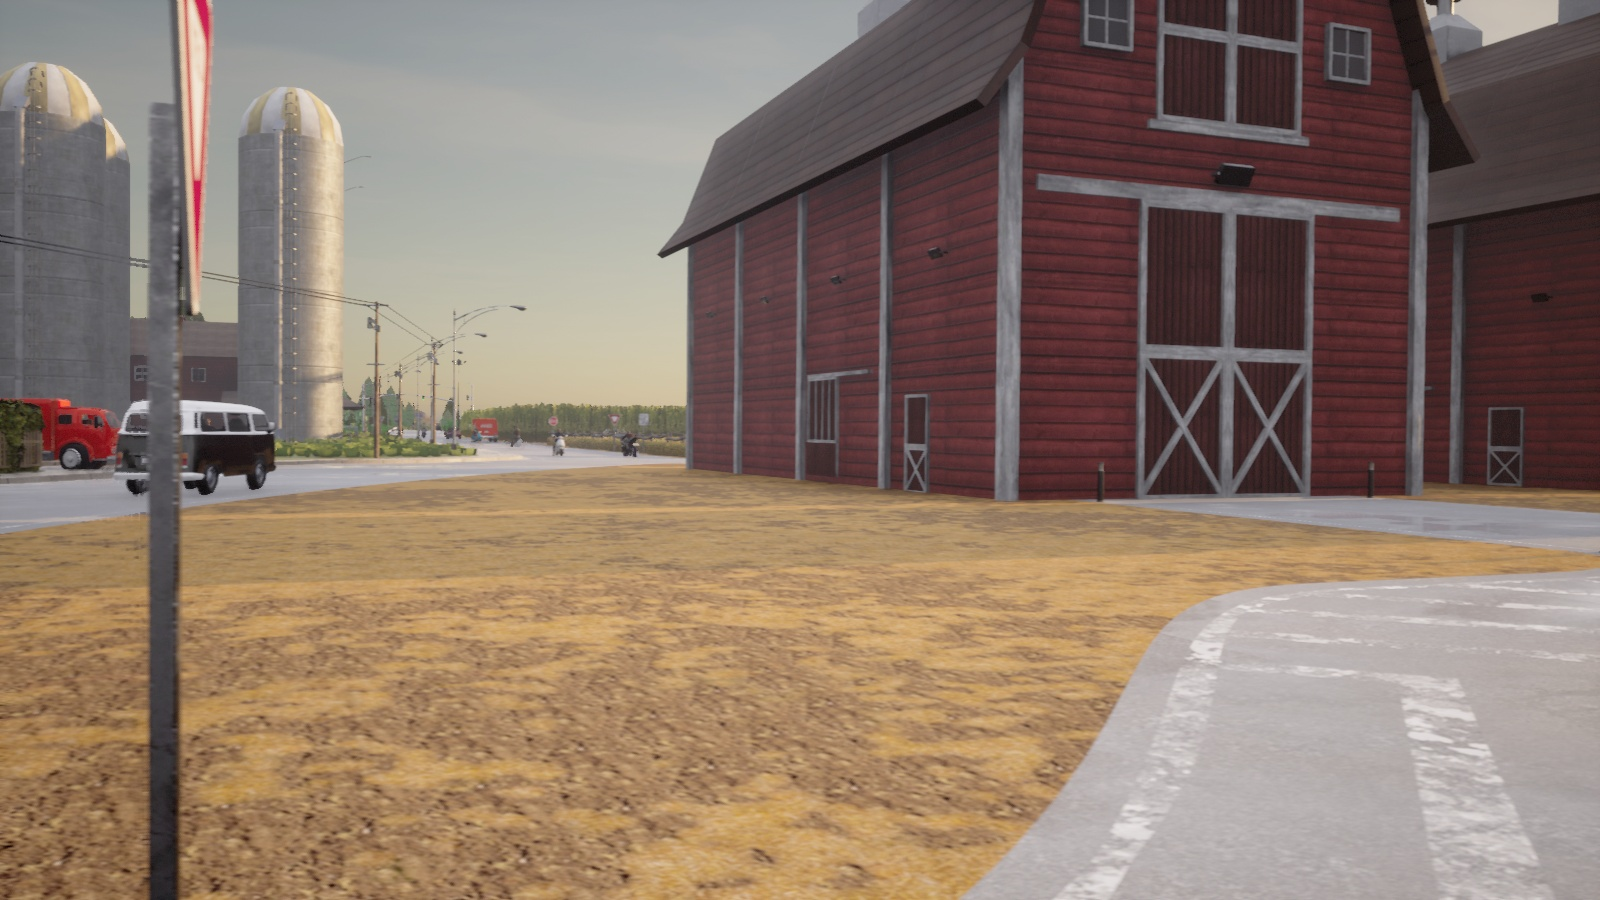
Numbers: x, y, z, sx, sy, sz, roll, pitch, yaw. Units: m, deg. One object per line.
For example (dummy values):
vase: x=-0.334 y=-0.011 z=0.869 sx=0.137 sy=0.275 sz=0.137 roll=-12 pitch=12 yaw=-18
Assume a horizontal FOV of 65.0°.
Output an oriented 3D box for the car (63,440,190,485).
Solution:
car: x=-24.737 y=0.441 z=46.249 sx=3.705 sy=1.549 sz=1.789 roll=-1 pitch=1 yaw=-10

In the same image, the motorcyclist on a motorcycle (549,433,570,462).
motorcyclist on a motorcycle: x=-13.700 y=-0.147 z=71.546 sx=0.866 sy=1.590 sz=1.817 roll=-1 pitch=1 yaw=-21

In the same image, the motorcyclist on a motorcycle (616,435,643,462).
motorcyclist on a motorcycle: x=-9.605 y=-0.101 z=70.652 sx=0.866 sy=1.530 sz=2.191 roll=-1 pitch=1 yaw=-27

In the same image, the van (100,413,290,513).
van: x=-13.398 y=0.213 z=28.170 sx=2.069 sy=2.038 sz=4.480 roll=-1 pitch=1 yaw=0

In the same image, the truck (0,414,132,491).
truck: x=-25.699 y=0.058 z=42.186 sx=5.204 sy=2.467 sz=2.627 roll=-1 pitch=1 yaw=-14
